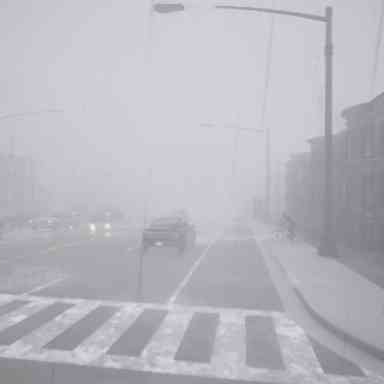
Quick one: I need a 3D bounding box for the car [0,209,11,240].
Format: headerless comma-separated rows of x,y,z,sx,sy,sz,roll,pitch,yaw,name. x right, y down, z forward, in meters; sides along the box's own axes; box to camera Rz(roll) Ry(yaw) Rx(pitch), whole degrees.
-11.671,1.678,16.565,2.097,1.767,4.553,1,-2,8,car

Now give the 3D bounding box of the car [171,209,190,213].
-1.364,2.651,37.986,2.128,1.511,4.902,1,-2,8,car

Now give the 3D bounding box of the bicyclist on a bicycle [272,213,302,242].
5.226,1.965,18.331,1.656,1.620,0.582,0,-2,8,bicyclist on a bicycle

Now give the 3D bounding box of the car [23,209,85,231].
-10.396,2.226,25.559,1.895,1.301,4.718,1,-2,8,car

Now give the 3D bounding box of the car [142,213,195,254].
-0.986,1.980,16.024,2.128,1.511,4.902,1,-2,9,car

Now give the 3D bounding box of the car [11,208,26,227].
-13.910,2.047,25.689,1.882,1.535,5.008,1,-2,8,car

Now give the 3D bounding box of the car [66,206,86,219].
-12.518,2.243,35.354,2.097,1.767,4.553,1,-2,8,car

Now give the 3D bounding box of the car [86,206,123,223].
-8.970,2.305,35.429,2.097,1.767,4.553,1,-2,8,car
